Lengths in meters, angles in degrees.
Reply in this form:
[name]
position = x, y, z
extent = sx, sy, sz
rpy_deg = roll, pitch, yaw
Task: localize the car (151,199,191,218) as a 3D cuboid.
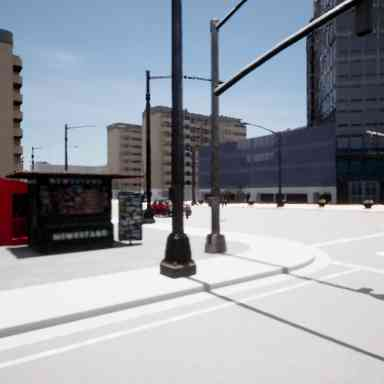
[car]
position = -2.064, 1.414, 31.210
extent = 2.097, 1.767, 4.553
rpy_deg = -1, -1, -36
